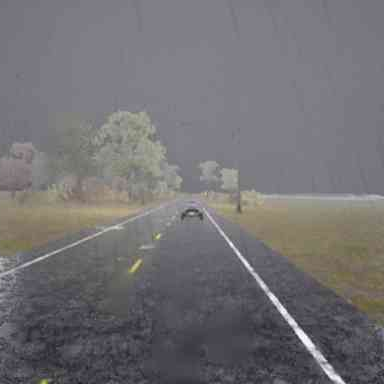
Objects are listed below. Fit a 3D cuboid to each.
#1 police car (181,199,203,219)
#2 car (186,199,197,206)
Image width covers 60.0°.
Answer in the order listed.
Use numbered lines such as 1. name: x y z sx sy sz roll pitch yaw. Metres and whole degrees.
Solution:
1. police car: 0.020 1.669 30.949 2.038 1.542 4.974 0 0 0
2. car: -0.025 1.920 61.138 1.895 1.301 4.718 0 0 0
